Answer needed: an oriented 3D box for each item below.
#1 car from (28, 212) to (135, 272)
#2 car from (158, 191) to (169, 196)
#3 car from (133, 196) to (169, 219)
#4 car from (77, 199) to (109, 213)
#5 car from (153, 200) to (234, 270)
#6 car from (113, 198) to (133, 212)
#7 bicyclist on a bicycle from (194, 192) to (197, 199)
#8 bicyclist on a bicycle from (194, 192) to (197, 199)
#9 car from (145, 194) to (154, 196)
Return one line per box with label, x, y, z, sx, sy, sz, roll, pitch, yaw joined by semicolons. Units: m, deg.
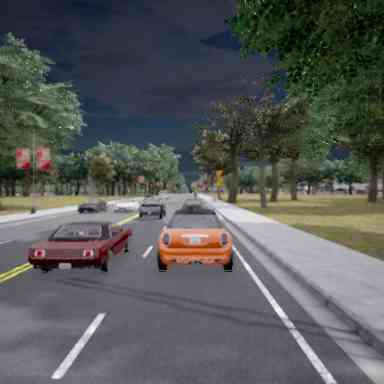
car;-3.157;1.548;10.508;1.895;1.301;4.718;0;0;0
car;-6.500;0.713;75.676;2.150;2.045;5.566;0;0;0
car;-3.156;1.355;27.306;2.128;1.511;4.902;0;0;0
car;-9.848;1.381;33.489;2.033;1.411;5.357;0;0;0
car;0.091;1.297;10.919;2.097;1.767;4.553;0;0;0
car;-6.594;1.358;33.766;1.812;1.442;4.674;0;0;0
bicyclist on a bicycle;0.894;0.997;80.987;0.659;1.776;1.843;0;0;0
bicyclist on a bicycle;0.893;0.961;89.988;0.659;1.776;1.843;0;0;0
car;-9.750;1.083;75.678;1.895;1.301;4.718;0;0;0
